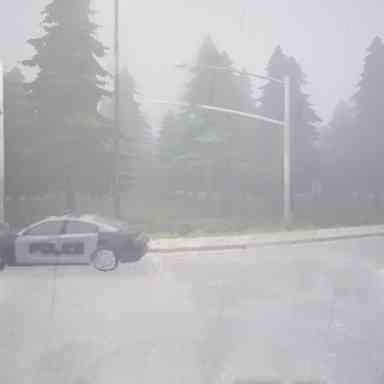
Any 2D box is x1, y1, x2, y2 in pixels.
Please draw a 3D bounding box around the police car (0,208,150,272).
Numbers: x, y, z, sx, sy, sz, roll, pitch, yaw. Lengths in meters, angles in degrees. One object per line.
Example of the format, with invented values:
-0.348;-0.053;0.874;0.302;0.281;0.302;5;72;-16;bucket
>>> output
-3.884;1.345;9.838;5.238;1.638;1.930;0;2;0;police car
